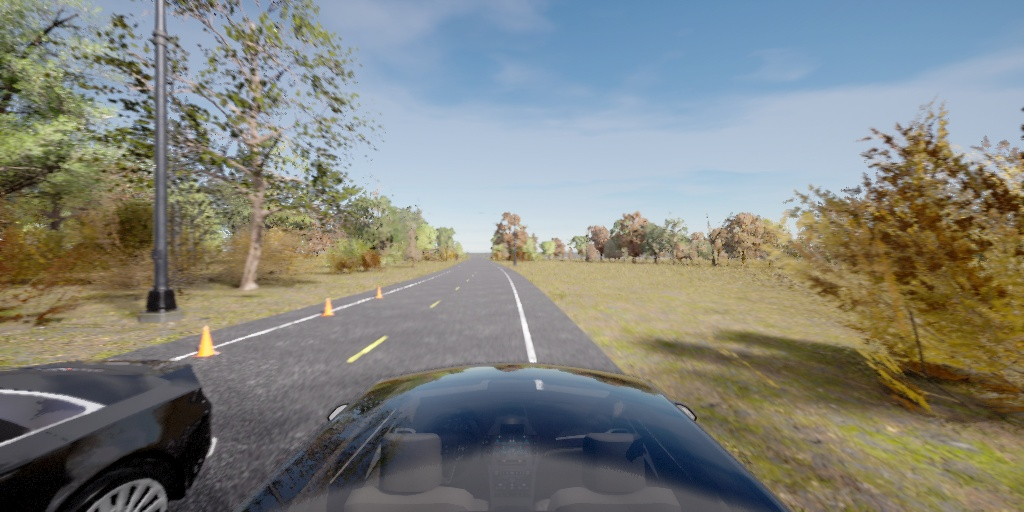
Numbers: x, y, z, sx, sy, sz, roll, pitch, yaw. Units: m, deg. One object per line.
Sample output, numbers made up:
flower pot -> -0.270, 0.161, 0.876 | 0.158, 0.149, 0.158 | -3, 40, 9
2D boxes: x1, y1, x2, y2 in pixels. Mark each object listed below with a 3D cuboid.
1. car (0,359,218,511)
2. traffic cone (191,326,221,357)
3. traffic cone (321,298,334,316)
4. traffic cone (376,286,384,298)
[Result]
car -> -3.209, 1.254, 0.698 | 2.128, 1.511, 4.902 | 0, 0, 0
traffic cone -> -6.251, 1.732, 7.329 | 0.340, 0.580, 0.340 | 0, 0, 0
traffic cone -> -6.305, 1.732, 12.305 | 0.340, 0.580, 0.340 | 0, 0, -1
traffic cone -> -6.398, 1.732, 17.279 | 0.340, 0.580, 0.340 | 0, 0, -1
